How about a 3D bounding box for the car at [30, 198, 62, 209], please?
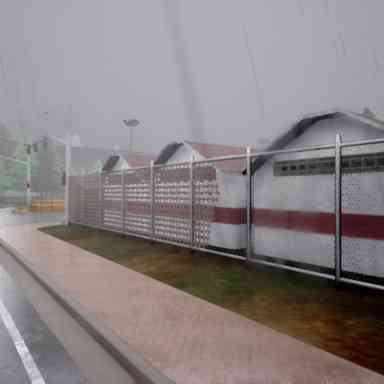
[{"bbox_3d":[-17.944,1.468,41.688,5.008,1.535,1.882,0,0,-38],"label":"car"}]
